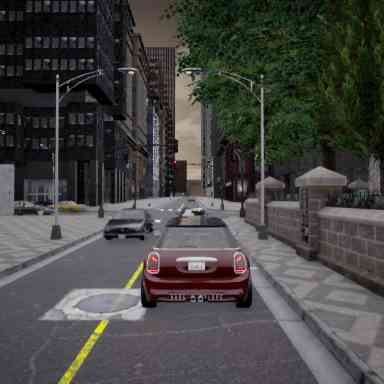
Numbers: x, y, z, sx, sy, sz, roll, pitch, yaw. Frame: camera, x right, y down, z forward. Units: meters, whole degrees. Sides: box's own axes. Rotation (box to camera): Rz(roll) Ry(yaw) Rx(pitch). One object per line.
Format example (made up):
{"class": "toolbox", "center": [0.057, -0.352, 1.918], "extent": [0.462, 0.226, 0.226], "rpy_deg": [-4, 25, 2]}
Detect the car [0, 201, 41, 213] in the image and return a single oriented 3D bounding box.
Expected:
{"class": "car", "center": [-20.195, 1.708, 38.697], "extent": [4.403, 1.369, 2.008], "rpy_deg": [0, -1, 0]}

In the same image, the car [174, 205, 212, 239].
{"class": "car", "center": [0.058, 1.542, 18.228], "extent": [1.812, 1.442, 4.674], "rpy_deg": [0, 0, 0]}

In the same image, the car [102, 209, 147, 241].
{"class": "car", "center": [-3.033, 1.562, 17.021], "extent": [2.033, 1.411, 5.357], "rpy_deg": [0, 0, 0]}

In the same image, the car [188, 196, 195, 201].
{"class": "car", "center": [-0.196, 1.712, 90.140], "extent": [1.812, 1.442, 4.674], "rpy_deg": [0, 0, 0]}

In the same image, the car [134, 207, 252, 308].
{"class": "car", "center": [0.081, 1.357, 8.102], "extent": [2.097, 1.767, 4.553], "rpy_deg": [0, 0, 0]}

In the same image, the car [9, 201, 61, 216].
{"class": "car", "center": [-14.702, 1.518, 30.156], "extent": [4.403, 1.369, 2.008], "rpy_deg": [0, -1, 0]}

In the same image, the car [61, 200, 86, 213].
{"class": "car", "center": [-14.853, 1.676, 38.680], "extent": [4.829, 1.417, 1.752], "rpy_deg": [0, -1, 0]}

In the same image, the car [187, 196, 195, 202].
{"class": "car", "center": [-0.173, 1.732, 79.721], "extent": [2.033, 1.411, 5.357], "rpy_deg": [0, 0, 0]}
